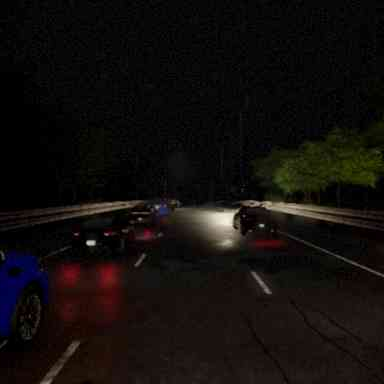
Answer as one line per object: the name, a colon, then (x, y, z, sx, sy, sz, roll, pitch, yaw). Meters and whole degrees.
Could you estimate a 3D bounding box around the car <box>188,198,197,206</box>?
car: (0.012, 2.498, 76.976, 1.812, 1.442, 4.674, 0, -2, 0)

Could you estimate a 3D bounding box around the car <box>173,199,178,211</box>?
car: (-3.493, 1.911, 46.854, 2.163, 1.488, 4.792, 0, -1, 0)

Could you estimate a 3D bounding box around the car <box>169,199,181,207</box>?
car: (-3.491, 2.259, 68.799, 2.097, 1.767, 4.553, 0, -1, 0)

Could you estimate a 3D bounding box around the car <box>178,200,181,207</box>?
car: (-3.491, 2.128, 57.826, 2.128, 1.511, 4.902, 0, -1, 0)

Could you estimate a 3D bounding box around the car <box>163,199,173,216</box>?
car: (-3.495, 1.595, 35.791, 2.097, 1.767, 4.553, 0, -1, 0)

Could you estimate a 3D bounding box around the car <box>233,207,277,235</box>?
car: (3.603, 1.591, 19.608, 1.882, 1.535, 5.008, 0, 0, 0)

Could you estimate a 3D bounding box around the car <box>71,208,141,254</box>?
car: (-3.497, 1.607, 13.808, 1.812, 1.442, 4.674, 0, 0, 0)

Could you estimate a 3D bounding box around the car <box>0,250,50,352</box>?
car: (-3.402, 1.243, 3.101, 2.150, 2.045, 5.566, 0, 0, 0)

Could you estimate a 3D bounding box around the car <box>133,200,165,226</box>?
car: (-3.496, 1.635, 24.812, 2.128, 1.511, 4.902, 0, 0, 0)
